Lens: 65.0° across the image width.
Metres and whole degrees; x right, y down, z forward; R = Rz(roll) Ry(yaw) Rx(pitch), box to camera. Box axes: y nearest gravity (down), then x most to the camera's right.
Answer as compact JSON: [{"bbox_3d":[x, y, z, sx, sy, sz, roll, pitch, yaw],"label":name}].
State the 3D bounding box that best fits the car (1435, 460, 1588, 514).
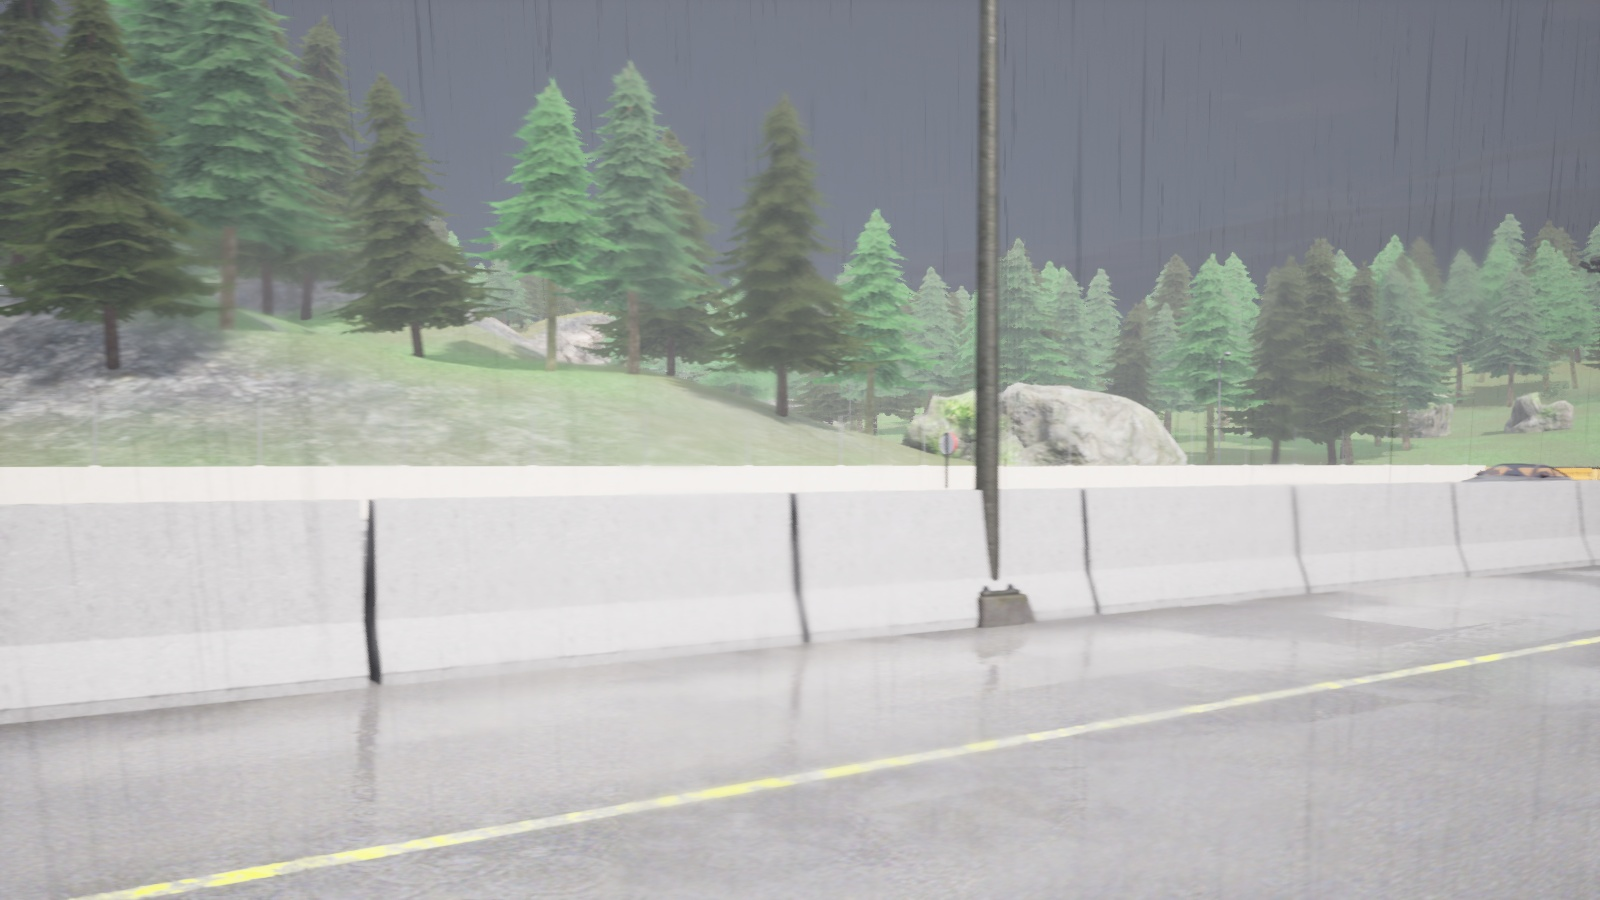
[{"bbox_3d":[19.414,0.965,34.225,4.181,1.385,1.994,0,0,-35],"label":"car"}]
